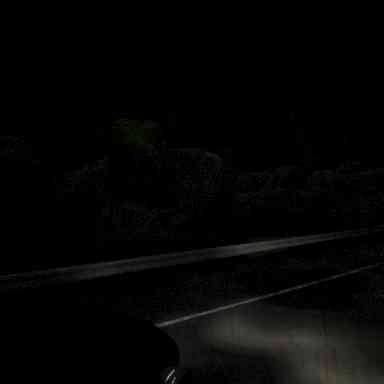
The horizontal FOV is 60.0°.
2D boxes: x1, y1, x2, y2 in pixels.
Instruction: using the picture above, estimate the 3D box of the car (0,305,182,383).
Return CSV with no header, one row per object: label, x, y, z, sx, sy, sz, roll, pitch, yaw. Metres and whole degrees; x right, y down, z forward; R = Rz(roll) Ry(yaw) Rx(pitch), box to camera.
car,-2.364,1.477,2.126,5.008,1.535,1.882,0,0,-36
